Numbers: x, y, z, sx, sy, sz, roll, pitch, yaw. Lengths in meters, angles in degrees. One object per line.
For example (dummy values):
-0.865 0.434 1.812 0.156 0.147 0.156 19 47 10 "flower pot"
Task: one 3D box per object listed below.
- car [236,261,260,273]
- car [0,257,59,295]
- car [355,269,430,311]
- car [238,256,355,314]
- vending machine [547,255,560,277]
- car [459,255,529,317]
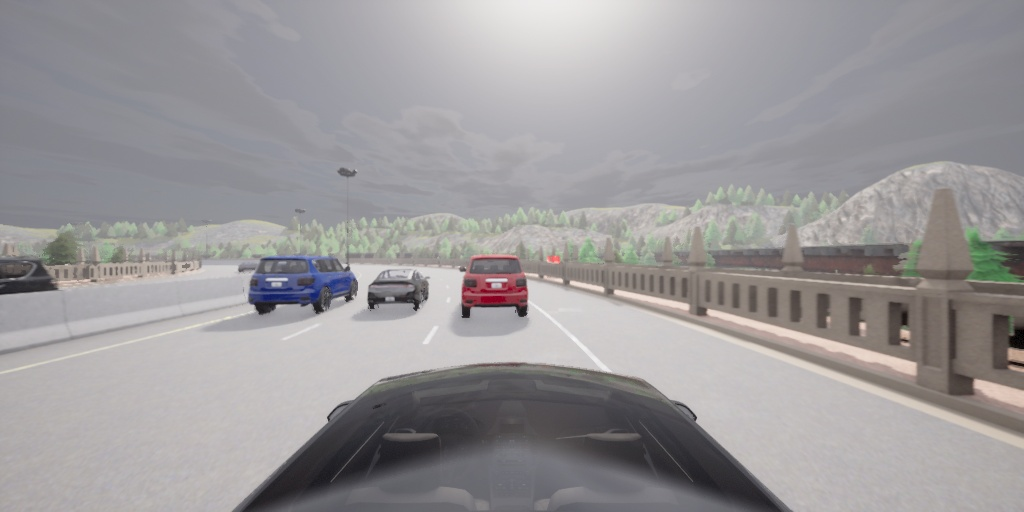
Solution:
-34.393 1.447 46.867 2.033 1.411 5.357 0 0 -31 "car"
-14.488 1.030 8.364 2.150 2.045 5.566 0 0 -5 "car"
-4.499 1.263 14.695 2.128 1.511 4.902 0 0 -8 "car"
-7.899 1.006 14.153 2.150 2.045 5.566 0 0 -8 "car"
3.671 0.941 31.775 1.100 2.100 0.880 0 0 -16 "vending machine"
-0.769 0.978 13.401 2.150 2.045 5.566 0 0 -7 "car"
